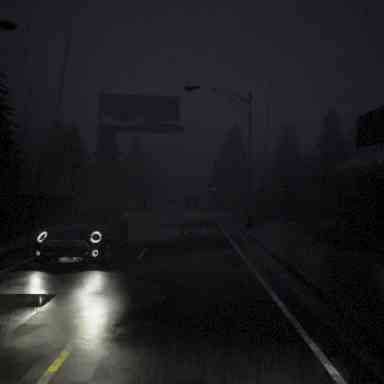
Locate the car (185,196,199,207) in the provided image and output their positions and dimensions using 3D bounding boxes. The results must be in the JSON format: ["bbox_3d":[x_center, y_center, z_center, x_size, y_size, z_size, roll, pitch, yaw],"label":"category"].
[{"bbox_3d":[-0.003,1.278,47.250,2.128,1.511,4.902,0,0,0],"label":"car"}]

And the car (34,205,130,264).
[{"bbox_3d":[-3.566,1.300,11.558,2.097,1.767,4.553,0,0,0],"label":"car"}]
